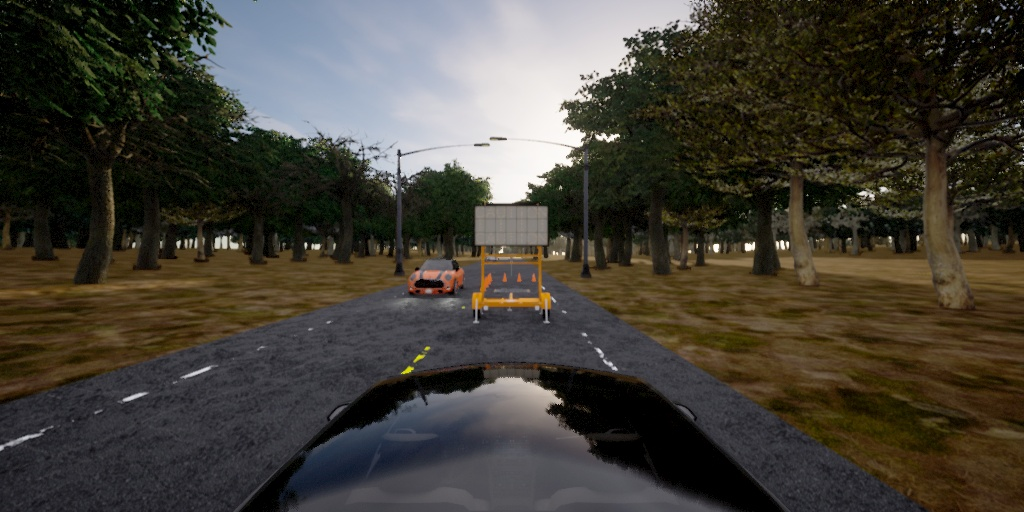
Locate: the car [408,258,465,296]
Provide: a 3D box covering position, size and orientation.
[{"bbox_3d":[-3.600,0.916,17.771,2.097,1.767,4.553,0,1,0],"label":"car"}]

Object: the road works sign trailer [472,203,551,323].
[{"bbox_3d":[-0.018,0.099,11.570,2.380,3.560,2.880,0,0,0],"label":"road works sign trailer"}]

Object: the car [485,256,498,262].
[{"bbox_3d":[-3.565,0.620,60.315,1.812,1.442,4.674,0,1,0],"label":"car"}]
